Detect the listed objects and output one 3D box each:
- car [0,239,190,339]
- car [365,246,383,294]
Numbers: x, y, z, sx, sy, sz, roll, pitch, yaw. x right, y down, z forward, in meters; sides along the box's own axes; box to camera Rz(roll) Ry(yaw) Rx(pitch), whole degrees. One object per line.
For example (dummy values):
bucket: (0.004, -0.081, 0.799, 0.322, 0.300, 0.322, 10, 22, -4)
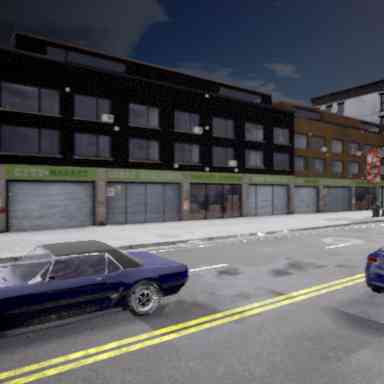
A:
car: (-2.465, 1.601, 5.905, 4.718, 1.301, 1.895, 0, 0, -35)
car: (5.704, 1.529, 7.510, 4.674, 1.442, 1.812, 0, 0, -36)
